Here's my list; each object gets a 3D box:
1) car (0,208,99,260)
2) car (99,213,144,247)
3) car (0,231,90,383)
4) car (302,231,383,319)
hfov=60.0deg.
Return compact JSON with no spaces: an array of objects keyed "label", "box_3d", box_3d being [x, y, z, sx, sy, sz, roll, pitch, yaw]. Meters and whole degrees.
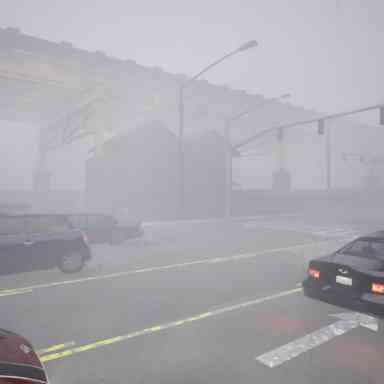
[{"label":"car","box_3d":[-5.158,1.352,8.911,4.553,1.767,2.097,0,0,-36]},{"label":"car","box_3d":[-4.647,1.547,13.577,5.357,1.411,2.033,0,0,-36]},{"label":"car","box_3d":[-3.048,1.352,1.573,4.553,1.767,2.097,0,0,-36]},{"label":"car","box_3d":[4.631,1.547,7.092,5.357,1.411,2.033,0,0,-35]}]
